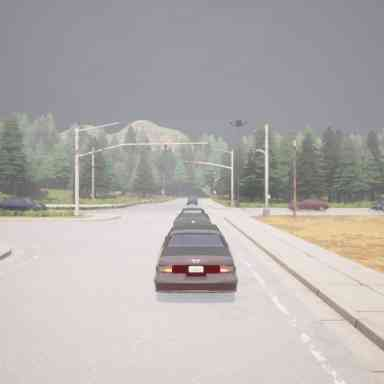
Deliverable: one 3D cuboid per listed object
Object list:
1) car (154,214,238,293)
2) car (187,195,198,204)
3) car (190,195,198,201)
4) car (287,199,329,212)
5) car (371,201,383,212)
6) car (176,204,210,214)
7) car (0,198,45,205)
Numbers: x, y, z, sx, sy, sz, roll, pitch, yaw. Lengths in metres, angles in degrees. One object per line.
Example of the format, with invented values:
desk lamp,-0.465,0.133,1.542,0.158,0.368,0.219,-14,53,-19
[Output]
car,0.077,1.549,8.987,2.033,1.411,5.357,0,0,0
car,0.046,1.549,59.468,2.033,1.411,5.357,0,0,0
car,0.496,1.597,90.152,1.895,1.301,4.718,0,0,2
car,13.580,1.542,38.899,4.674,1.442,1.812,0,0,1
car,23.444,1.499,38.730,4.902,1.511,2.128,0,0,1
car,0.044,1.562,18.212,1.994,1.385,4.181,0,0,1
car,-18.086,1.397,35.750,4.553,1.767,2.097,0,0,1
